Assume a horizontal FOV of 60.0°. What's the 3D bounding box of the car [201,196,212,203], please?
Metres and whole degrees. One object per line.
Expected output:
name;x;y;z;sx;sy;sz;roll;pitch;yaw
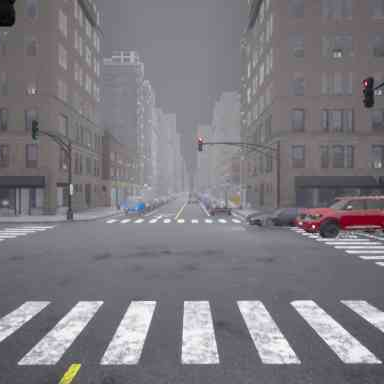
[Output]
car;2.941;1.549;67.382;2.008;1.369;4.403;0;0;0

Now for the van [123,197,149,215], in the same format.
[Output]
van;-5.725;1.342;33.400;1.690;1.788;3.998;0;0;0

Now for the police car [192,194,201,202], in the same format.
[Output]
police car;1.120;1.419;79.464;1.930;1.638;5.238;0;0;-1

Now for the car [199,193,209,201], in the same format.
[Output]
car;3.010;1.306;84.389;2.192;1.841;5.009;0;0;0

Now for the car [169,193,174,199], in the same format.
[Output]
car;-5.561;1.541;73.077;1.887;1.381;4.507;0;0;0

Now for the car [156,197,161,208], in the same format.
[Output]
car;-5.678;1.567;44.736;1.947;1.339;4.313;0;0;0

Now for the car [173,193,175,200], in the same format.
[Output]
car;-5.539;1.519;78.576;1.752;1.417;4.829;0;0;0

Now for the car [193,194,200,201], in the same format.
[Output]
car;1.152;1.445;89.559;1.801;1.575;5.366;0;0;0

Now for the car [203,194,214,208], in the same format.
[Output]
car;2.847;1.442;44.705;1.967;1.590;4.097;0;0;0

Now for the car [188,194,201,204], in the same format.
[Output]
car;0.255;1.563;62.937;1.994;1.385;4.181;0;0;0

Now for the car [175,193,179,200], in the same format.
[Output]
car;-5.491;1.304;90.082;2.192;1.841;5.009;0;0;0

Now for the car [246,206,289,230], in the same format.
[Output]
car;6.135;1.549;20.660;5.357;1.411;2.033;0;0;0

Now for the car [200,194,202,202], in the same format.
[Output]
car;2.918;1.525;61.882;1.752;1.417;4.829;0;0;0

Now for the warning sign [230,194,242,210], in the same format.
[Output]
warning sign;5.227;1.117;39.351;1.300;1.860;1.060;0;0;0

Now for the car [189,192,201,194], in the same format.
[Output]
car;0.297;1.036;72.971;2.150;2.045;5.566;0;0;0

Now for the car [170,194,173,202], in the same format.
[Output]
car;-5.585;1.564;67.409;1.947;1.339;4.313;0;0;0

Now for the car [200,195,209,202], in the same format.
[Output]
car;2.988;1.434;78.721;1.967;1.590;4.097;0;0;0

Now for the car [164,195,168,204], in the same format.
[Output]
car;-5.632;1.567;56.073;1.947;1.339;4.313;0;0;0

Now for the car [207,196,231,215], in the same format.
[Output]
car;2.801;1.441;33.367;1.967;1.590;4.097;0;0;0

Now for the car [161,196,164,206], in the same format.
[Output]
car;-5.655;1.583;50.405;1.802;1.307;4.206;0;0;0

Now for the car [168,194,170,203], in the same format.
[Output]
car;-5.609;1.525;61.571;1.752;1.417;4.829;0;0;0

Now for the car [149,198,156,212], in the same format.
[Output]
car;-5.702;1.442;39.068;1.967;1.590;4.097;0;0;0

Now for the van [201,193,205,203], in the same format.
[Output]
van;2.894;1.342;56.043;1.690;1.788;3.998;0;0;0

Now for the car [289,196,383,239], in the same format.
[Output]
car;8.258;1.230;17.152;5.566;2.045;2.150;0;0;-6
